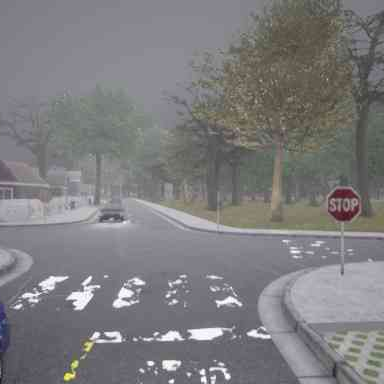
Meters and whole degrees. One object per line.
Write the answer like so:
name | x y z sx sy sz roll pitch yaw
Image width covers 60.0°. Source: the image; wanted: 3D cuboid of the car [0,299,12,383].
car | -2.898 1.526 2.019 1.812 1.442 4.674 0 0 -2

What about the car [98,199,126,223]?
car | -6.148 1.517 25.761 2.033 1.411 5.357 0 0 -12
